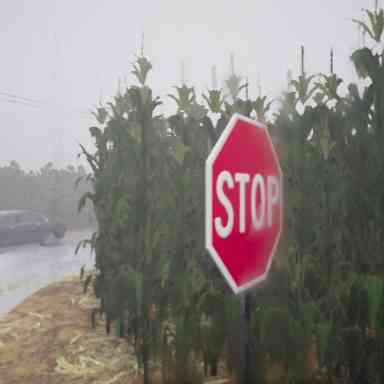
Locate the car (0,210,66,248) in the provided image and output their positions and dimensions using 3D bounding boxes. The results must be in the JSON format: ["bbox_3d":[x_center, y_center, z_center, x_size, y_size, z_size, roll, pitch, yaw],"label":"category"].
[{"bbox_3d":[-7.316,1.492,12.842,1.837,1.490,4.892,0,0,35],"label":"car"}]
